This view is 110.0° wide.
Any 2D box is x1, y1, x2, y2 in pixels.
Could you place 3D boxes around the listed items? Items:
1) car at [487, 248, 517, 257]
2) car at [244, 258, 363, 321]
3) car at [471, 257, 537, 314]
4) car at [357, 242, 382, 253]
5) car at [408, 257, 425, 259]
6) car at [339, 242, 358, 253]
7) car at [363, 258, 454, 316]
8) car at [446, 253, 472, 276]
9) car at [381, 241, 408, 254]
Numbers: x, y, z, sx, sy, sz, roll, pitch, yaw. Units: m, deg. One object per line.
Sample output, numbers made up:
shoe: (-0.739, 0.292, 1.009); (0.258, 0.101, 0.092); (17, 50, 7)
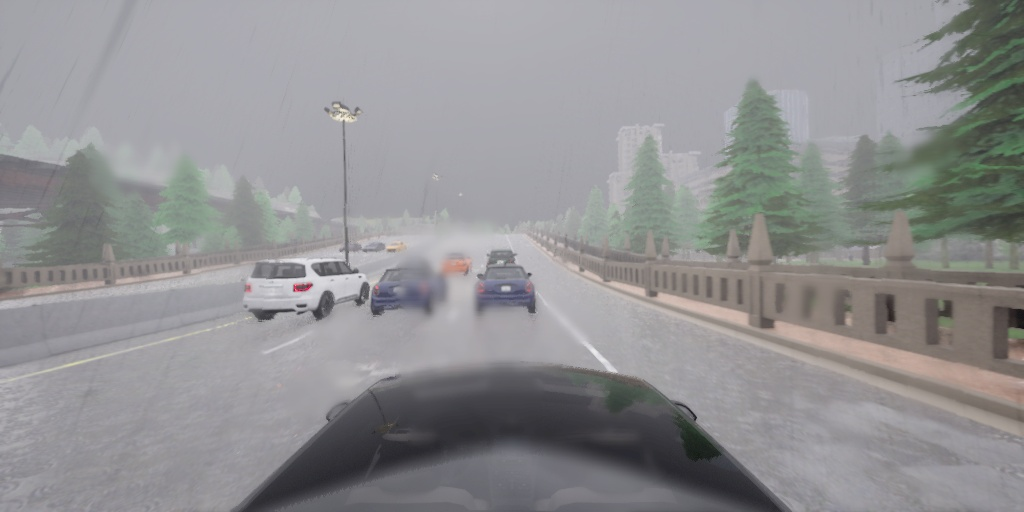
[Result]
car: (-0.784, 0.397, 27.946); (2.150, 2.045, 5.566); (-1, 4, -2)
car: (-7.243, 1.092, 13.370); (2.150, 2.045, 5.566); (-1, 1, -2)
car: (-0.258, 1.068, 13.895); (2.097, 1.767, 4.553); (-1, 1, -2)
car: (-19.280, -1.278, 50.452); (2.033, 1.411, 5.357); (-1, 7, -2)
car: (-7.825, 0.765, 29.424); (1.994, 1.385, 4.181); (-1, 4, -2)
car: (-22.790, -1.239, 50.772); (1.994, 1.385, 4.181); (-1, 7, -2)
car: (-3.760, 1.140, 13.938); (2.097, 1.767, 4.553); (-1, 1, -2)
car: (-4.308, 0.534, 28.738); (2.097, 1.767, 4.553); (-1, 4, -2)
car: (-15.738, -1.250, 49.106); (1.882, 1.535, 5.008); (-1, 7, -2)
